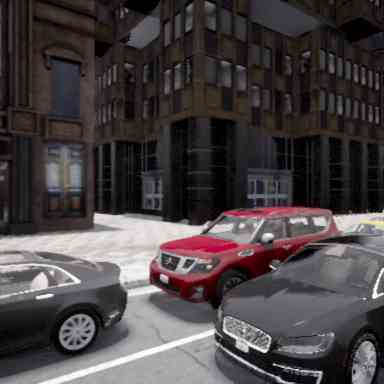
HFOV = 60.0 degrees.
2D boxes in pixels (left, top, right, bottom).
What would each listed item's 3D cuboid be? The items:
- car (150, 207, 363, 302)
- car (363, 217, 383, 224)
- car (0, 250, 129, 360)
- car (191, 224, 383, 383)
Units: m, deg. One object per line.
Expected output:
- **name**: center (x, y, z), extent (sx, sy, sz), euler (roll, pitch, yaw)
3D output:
- **car**: center (1.529, 1.316, 7.738), extent (5.009, 1.841, 2.192), euler (0, 0, -35)
- **car**: center (5.966, 1.527, 10.902), extent (4.829, 1.417, 1.752), euler (0, 0, -35)
- **car**: center (-3.045, 1.551, 4.476), extent (4.403, 1.369, 2.008), euler (0, 0, -35)
- **car**: center (2.546, 1.506, 5.193), extent (4.892, 1.490, 1.837), euler (0, 0, -35)
